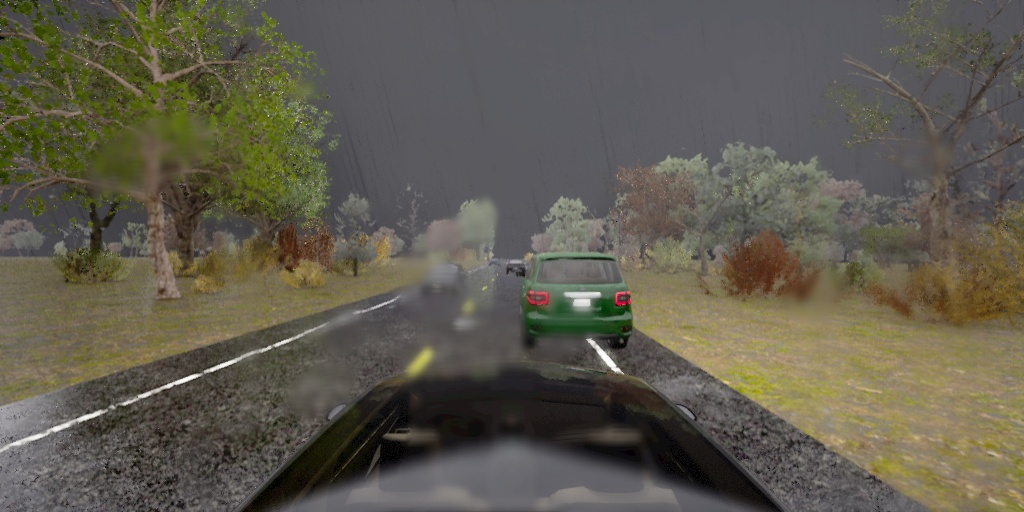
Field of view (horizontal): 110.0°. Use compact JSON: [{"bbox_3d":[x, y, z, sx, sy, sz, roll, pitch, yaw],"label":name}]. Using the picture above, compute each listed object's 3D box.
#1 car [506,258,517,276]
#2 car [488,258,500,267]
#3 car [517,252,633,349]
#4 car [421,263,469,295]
[{"bbox_3d":[0.402,1.062,37.031,1.882,1.535,5.008,0,0,1],"label":"car"},{"bbox_3d":[-3.015,1.065,61.649,2.033,1.411,5.357,0,0,1],"label":"car"},{"bbox_3d":[1.305,0.932,9.146,2.150,2.045,5.566,0,0,1],"label":"car"},{"bbox_3d":[-3.433,1.157,18.986,1.837,1.490,4.892,0,0,1],"label":"car"}]
